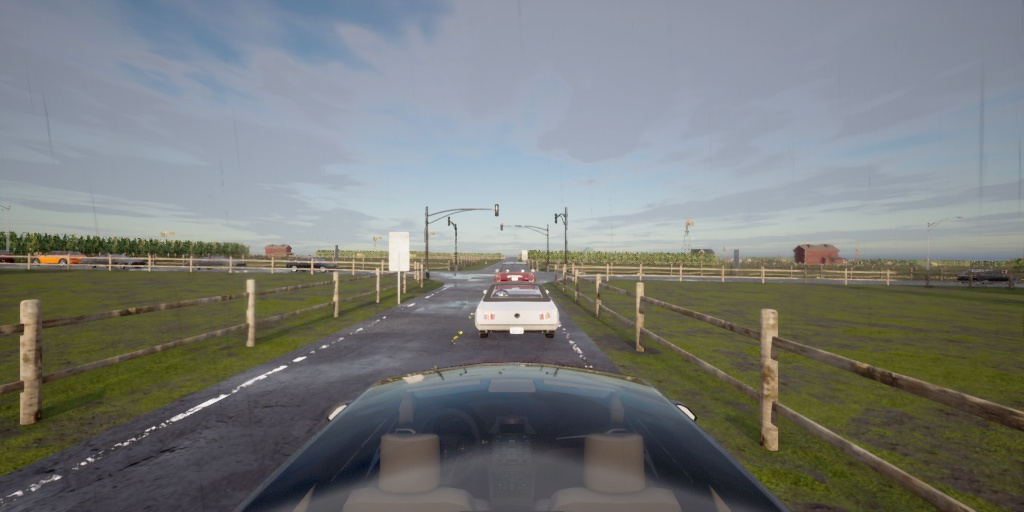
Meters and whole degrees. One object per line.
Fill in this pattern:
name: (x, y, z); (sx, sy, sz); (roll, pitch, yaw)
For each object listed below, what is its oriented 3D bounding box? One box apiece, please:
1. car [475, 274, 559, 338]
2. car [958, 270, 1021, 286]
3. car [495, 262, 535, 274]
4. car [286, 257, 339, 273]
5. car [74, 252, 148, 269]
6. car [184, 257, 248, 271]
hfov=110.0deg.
car: (0.117, 1.351, 10.098); (1.895, 1.301, 4.718); (0, 0, 0)
car: (48.604, 2.213, 36.526); (4.892, 1.490, 1.837); (2, 0, 0)
car: (0.164, 1.103, 19.087); (2.097, 1.767, 4.553); (0, 0, 1)
car: (-20.348, 0.896, 36.674); (4.892, 1.490, 1.837); (1, 0, 0)
car: (-40.759, 0.570, 36.729); (5.357, 1.411, 2.033); (1, 0, 1)
car: (-30.237, 0.759, 36.701); (5.357, 1.411, 2.033); (1, 0, 0)
